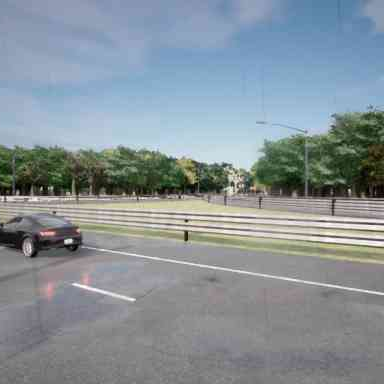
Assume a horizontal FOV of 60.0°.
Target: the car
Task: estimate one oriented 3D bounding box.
[{"bbox_3d":[-6.077,1.524,12.744,4.674,1.442,1.812,0,0,36],"label":"car"}]
